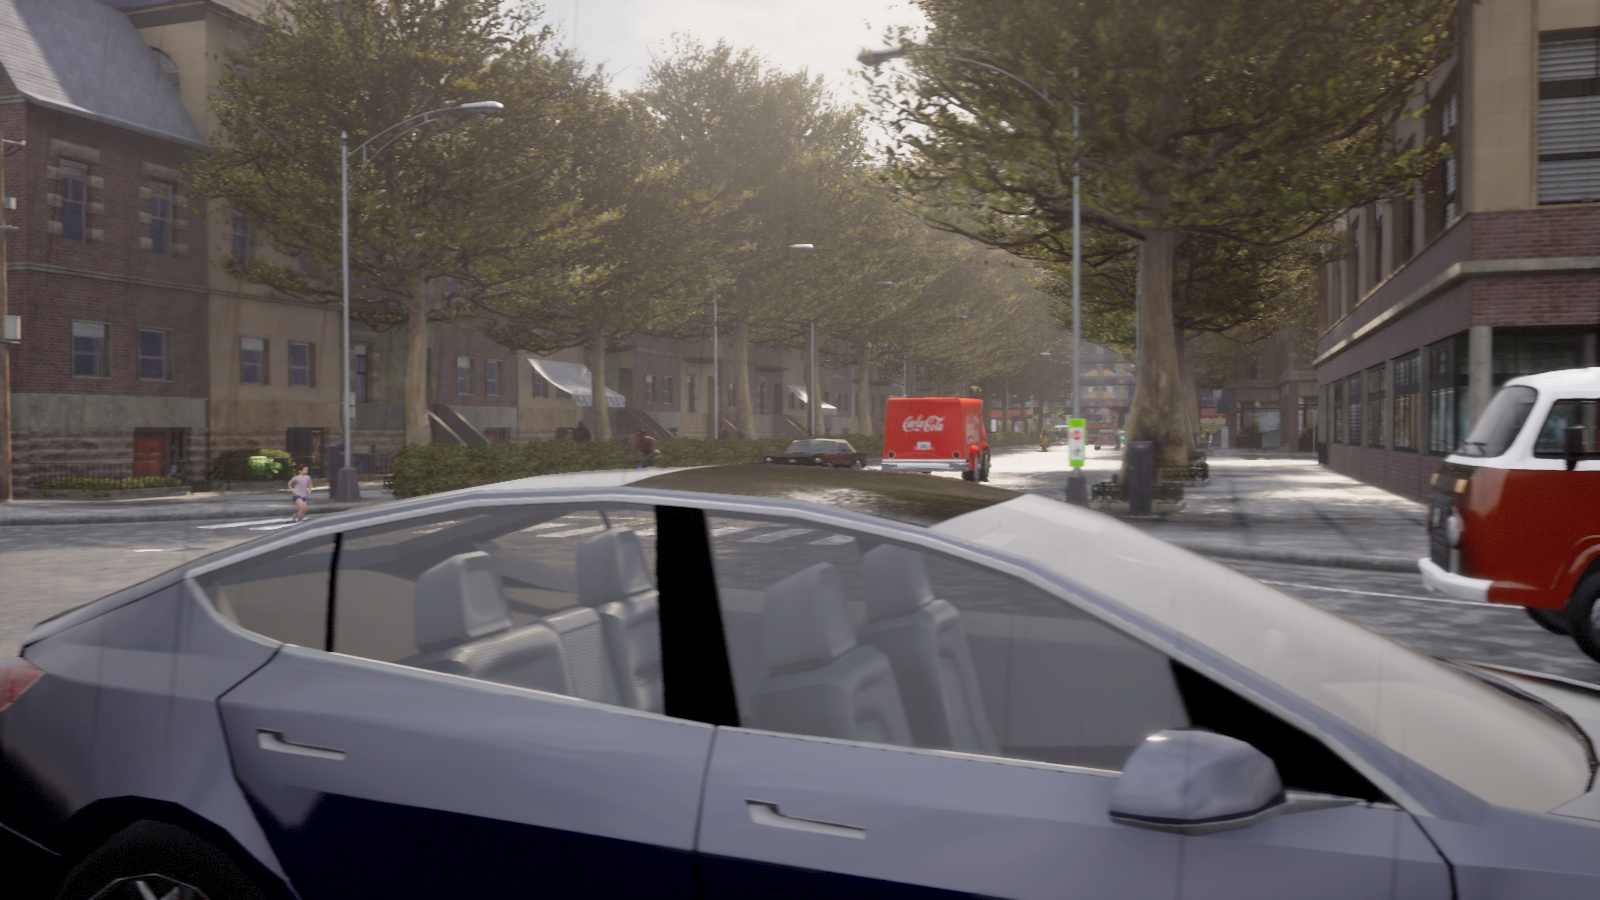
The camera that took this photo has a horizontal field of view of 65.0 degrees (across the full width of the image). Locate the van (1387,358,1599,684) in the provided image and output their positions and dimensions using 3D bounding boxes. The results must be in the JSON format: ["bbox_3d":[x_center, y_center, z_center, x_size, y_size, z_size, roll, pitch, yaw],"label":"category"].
[{"bbox_3d":[6.521,0.440,8.414,4.480,2.038,2.069,1,1,19],"label":"van"}]

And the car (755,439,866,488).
[{"bbox_3d":[0.393,0.338,36.853,1.895,1.301,4.718,1,1,18],"label":"car"}]

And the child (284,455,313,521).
[{"bbox_3d":[-8.510,0.640,21.290,0.394,1.110,0.255,1,1,26],"label":"child"}]

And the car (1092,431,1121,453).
[{"bbox_3d":[22.906,-0.610,93.694,1.789,1.549,3.705,1,1,18],"label":"car"}]

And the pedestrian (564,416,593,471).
[{"bbox_3d":[-7.590,-0.235,43.024,0.634,1.844,0.899,0,1,15],"label":"pedestrian"}]

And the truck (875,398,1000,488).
[{"bbox_3d":[4.153,-0.239,37.062,2.627,2.467,5.204,1,1,18],"label":"truck"}]

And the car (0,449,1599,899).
[{"bbox_3d":[0.190,0.777,3.124,4.792,1.488,2.163,1,1,19],"label":"car"}]
